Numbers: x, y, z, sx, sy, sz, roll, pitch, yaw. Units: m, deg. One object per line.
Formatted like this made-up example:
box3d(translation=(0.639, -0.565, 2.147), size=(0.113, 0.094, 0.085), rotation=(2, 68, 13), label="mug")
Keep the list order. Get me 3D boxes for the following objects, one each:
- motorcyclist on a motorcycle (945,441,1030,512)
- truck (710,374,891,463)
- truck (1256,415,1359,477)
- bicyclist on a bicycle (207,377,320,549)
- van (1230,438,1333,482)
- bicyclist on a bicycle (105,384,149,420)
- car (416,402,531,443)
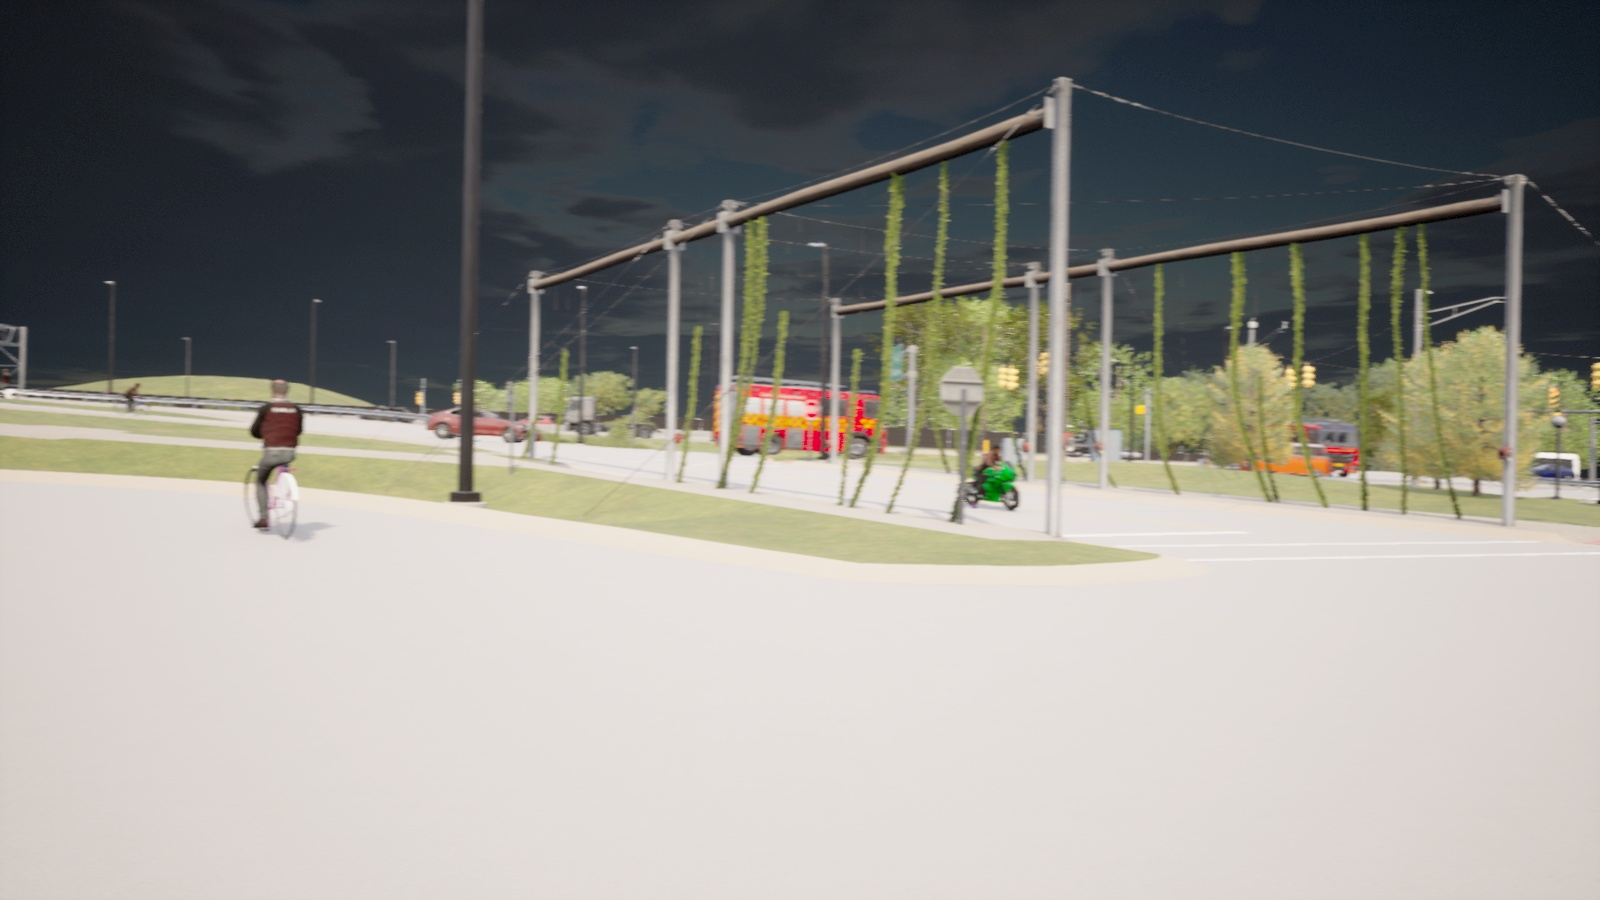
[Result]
box3d(translation=(4.328, 0.592, 29.097), size=(0.797, 1.523, 2.044), rotation=(1, 1, -31), label="motorcyclist on a motorcycle")
box3d(translation=(0.094, -1.481, 61.772), size=(8.468, 3.827, 2.891), rotation=(3, 0, -31), label="truck")
box3d(translation=(34.102, -0.368, 84.821), size=(2.891, 3.827, 8.468), rotation=(2, 2, -4), label="truck")
box3d(translation=(-6.119, 0.101, 14.275), size=(0.659, 1.776, 1.843), rotation=(1, 4, -39), label="bicyclist on a bicycle")
box3d(translation=(24.370, 0.504, 63.640), size=(4.442, 1.987, 1.775), rotation=(3, 0, -4), label="van")
box3d(translation=(-32.577, -2.317, 60.765), size=(1.656, 1.620, 0.582), rotation=(5, 0, -3), label="bicyclist on a bicycle")
box3d(translation=(-16.022, -1.344, 61.886), size=(5.027, 1.651, 2.152), rotation=(3, 0, 0), label="car")
